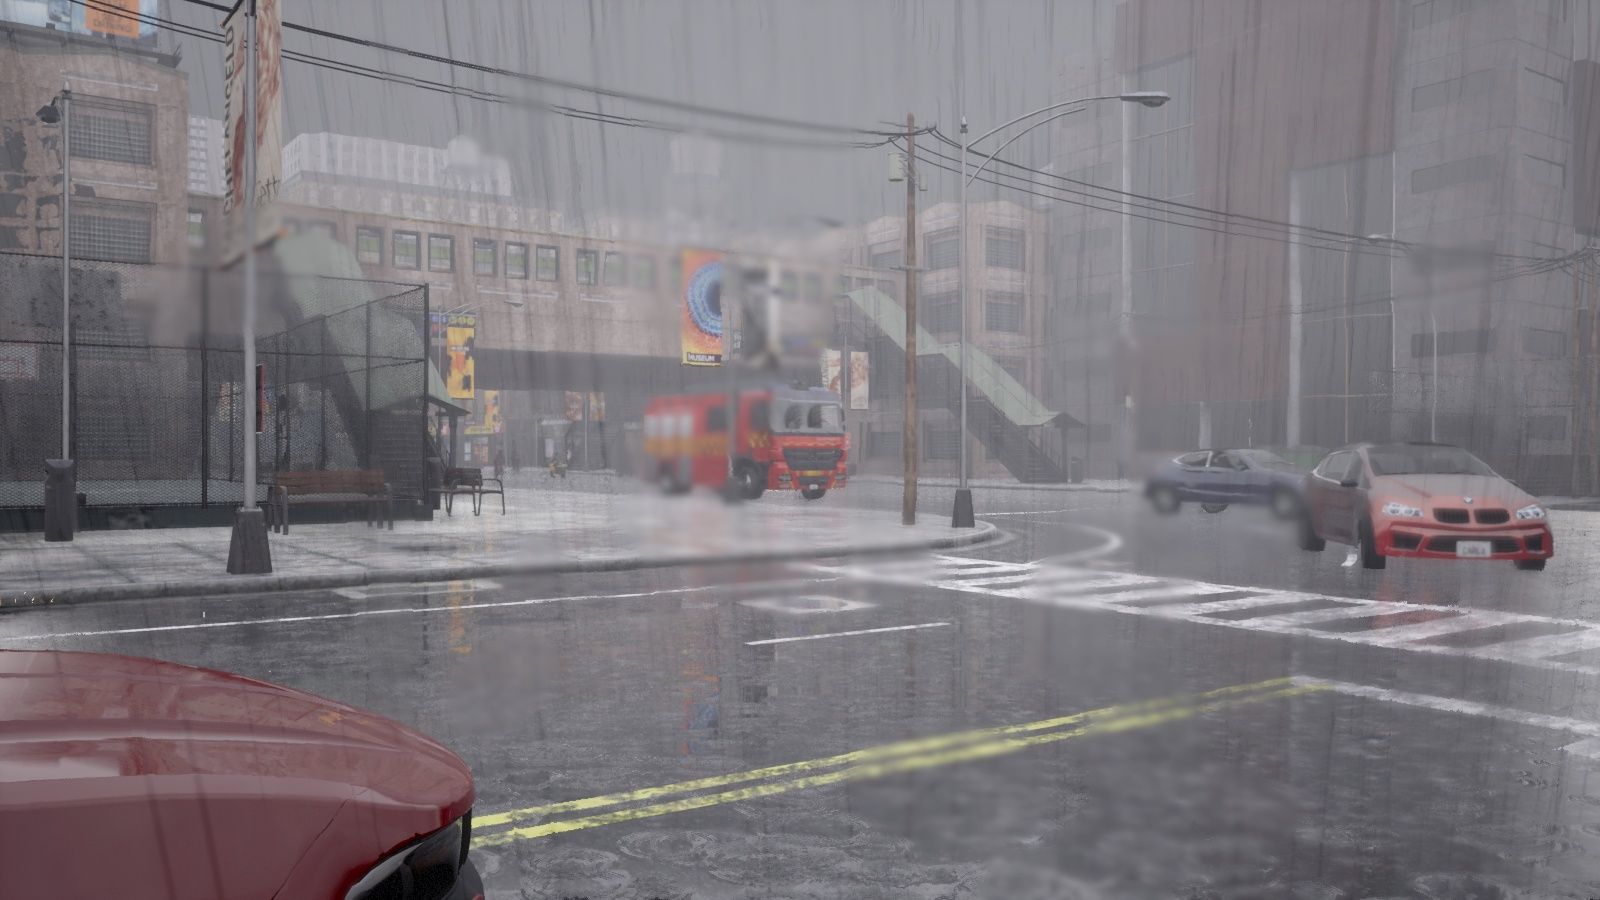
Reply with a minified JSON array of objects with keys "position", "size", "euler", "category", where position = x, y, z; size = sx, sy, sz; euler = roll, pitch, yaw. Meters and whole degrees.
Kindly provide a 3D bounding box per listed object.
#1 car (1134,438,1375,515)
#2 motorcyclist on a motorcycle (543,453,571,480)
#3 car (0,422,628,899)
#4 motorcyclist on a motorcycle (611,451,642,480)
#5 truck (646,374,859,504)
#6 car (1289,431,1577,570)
[{"position":[10.599,0.574,29.679],"size":[2.152,1.651,5.027],"euler":[0,0,-35],"category":"car"},{"position":[-13.782,0.930,71.212],"size":[0.797,1.523,2.044],"euler":[0,0,-34],"category":"motorcyclist on a motorcycle"},{"position":[-2.898,0.733,1.605],"size":[5.008,1.535,1.882],"euler":[0,0,-36],"category":"car"},{"position":[-9.920,0.892,71.760],"size":[0.766,1.649,2.350],"euler":[0,0,-34],"category":"motorcyclist on a motorcycle"},{"position":[-1.797,-0.315,41.421],"size":[2.891,3.827,8.468],"euler":[0,0,-35],"category":"truck"},{"position":[8.551,0.614,17.521],"size":[2.242,1.667,4.611],"euler":[0,0,8],"category":"car"}]
